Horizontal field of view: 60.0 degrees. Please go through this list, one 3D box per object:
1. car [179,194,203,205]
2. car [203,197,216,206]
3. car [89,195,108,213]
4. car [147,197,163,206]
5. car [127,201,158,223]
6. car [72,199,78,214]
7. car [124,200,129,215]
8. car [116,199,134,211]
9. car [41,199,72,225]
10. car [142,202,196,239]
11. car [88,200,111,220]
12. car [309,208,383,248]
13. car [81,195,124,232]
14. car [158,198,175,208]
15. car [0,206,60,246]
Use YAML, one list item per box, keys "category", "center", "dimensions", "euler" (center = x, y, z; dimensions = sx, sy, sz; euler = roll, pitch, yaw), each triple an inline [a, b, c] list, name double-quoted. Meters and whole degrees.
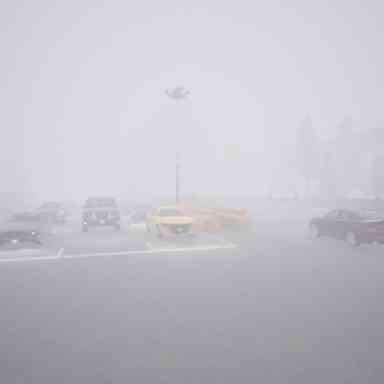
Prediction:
- category: "car"
  center: [-0.558, 1.351, 53.755]
  dimensions: [2.150, 2.045, 5.566]
  euler: [0, 0, -17]
- category: "car"
  center: [2.467, 1.612, 55.605]
  dimensions: [1.837, 1.490, 4.892]
  euler: [0, 0, -16]
- category: "car"
  center: [-11.738, 1.424, 41.489]
  dimensions: [2.150, 2.045, 5.566]
  euler: [0, 0, -17]
- category: "car"
  center: [-6.982, 1.756, 62.859]
  dimensions: [2.033, 1.411, 5.357]
  euler: [0, 0, -16]
- category: "car"
  center: [-3.812, 1.662, 26.868]
  dimensions: [1.994, 1.385, 4.181]
  euler: [0, 0, -17]
- category: "car"
  center: [-13.501, 1.751, 35.050]
  dimensions: [2.033, 1.411, 5.357]
  euler: [0, 0, -16]
- category: "car"
  center: [-6.264, 1.703, 35.266]
  dimensions: [1.994, 1.385, 4.181]
  euler: [0, 0, -16]
- category: "car"
  center: [-9.061, 1.750, 44.861]
  dimensions: [1.994, 1.385, 4.181]
  euler: [0, 0, -16]
- category: "car"
  center: [-10.627, 1.508, 25.257]
  dimensions: [2.097, 1.767, 4.553]
  euler: [0, 0, -16]
- category: "car"
  center: [-1.270, 1.534, 18.240]
  dimensions: [1.882, 1.535, 5.008]
  euler: [0, 0, -16]
- category: "car"
  center: [-8.762, 1.631, 31.335]
  dimensions: [1.882, 1.535, 5.008]
  euler: [0, 0, -17]
- category: "car"
  center: [7.066, 1.451, 14.776]
  dimensions: [1.882, 1.535, 5.008]
  euler: [0, 0, -7]
- category: "car"
  center: [-5.828, 1.325, 21.331]
  dimensions: [2.150, 2.045, 5.566]
  euler: [0, 0, -16]
- category: "car"
  center: [-4.105, 1.687, 53.426]
  dimensions: [1.812, 1.442, 4.674]
  euler: [0, 0, -17]
- category: "car"
  center: [-8.009, 1.660, 16.275]
  dimensions: [2.033, 1.411, 5.357]
  euler: [0, 0, -15]
